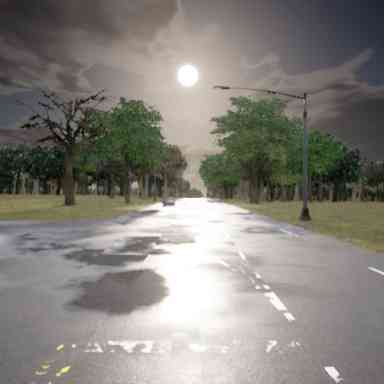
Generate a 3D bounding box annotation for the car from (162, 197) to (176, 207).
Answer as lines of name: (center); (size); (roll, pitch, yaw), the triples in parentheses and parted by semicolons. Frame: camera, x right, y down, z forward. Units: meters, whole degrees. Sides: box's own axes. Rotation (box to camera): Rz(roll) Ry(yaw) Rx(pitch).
car: (-3.539, 1.566, 51.856); (1.837, 1.490, 4.892); (0, 0, 0)
